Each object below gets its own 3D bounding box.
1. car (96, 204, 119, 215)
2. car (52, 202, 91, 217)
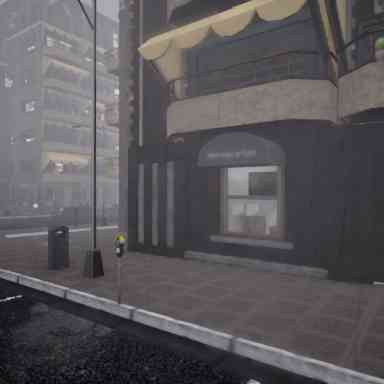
[{"bbox_3d":[-9.465,2.063,39.947,1.802,1.307,4.206,-1,-1,35],"label":"car"},{"bbox_3d":[-12.752,1.821,35.326,1.967,1.590,4.097,-1,-1,35],"label":"car"}]
